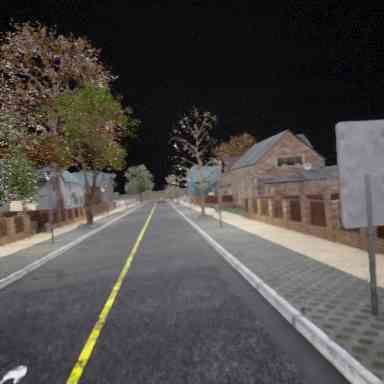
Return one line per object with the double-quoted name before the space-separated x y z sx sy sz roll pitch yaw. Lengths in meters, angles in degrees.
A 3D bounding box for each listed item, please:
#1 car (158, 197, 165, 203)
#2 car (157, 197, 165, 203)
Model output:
"car" -8.525 2.197 92.155 1.812 1.442 4.674 -4 0 -5
"car" -7.599 2.048 82.364 2.033 1.411 5.357 -4 0 -5
